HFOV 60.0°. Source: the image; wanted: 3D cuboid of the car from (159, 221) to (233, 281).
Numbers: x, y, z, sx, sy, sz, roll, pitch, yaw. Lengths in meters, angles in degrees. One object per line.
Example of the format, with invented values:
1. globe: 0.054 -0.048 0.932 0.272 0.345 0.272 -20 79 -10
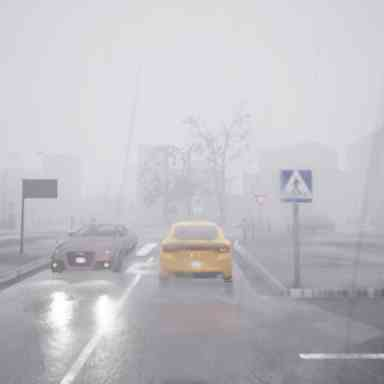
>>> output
1. car: 0.102 1.630 10.301 1.882 1.535 5.008 0 -2 0

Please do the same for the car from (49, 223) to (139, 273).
1. car: -3.030 1.740 11.088 1.994 1.385 4.181 0 -2 1

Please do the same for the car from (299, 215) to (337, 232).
1. car: 10.563 2.605 28.142 4.181 1.385 1.994 3 -5 -43
